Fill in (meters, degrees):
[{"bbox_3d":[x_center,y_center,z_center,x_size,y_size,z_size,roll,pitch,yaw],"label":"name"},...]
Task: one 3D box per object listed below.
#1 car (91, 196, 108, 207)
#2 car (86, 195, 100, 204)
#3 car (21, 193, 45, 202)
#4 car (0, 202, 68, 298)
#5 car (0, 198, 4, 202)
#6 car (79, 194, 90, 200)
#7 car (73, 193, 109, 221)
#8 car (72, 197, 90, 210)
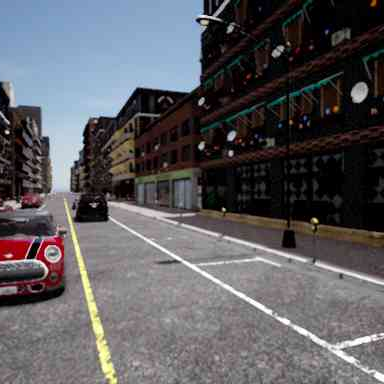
[{"bbox_3d":[-12.695,1.258,45.587,1.752,1.417,4.829,0,0,-21],"label":"car"},{"bbox_3d":[-16.726,1.220,55.931,1.887,1.381,4.507,0,0,-21],"label":"car"},{"bbox_3d":[-20.442,1.100,42.388,2.192,1.841,5.009,0,0,-21],"label":"car"},{"bbox_3d":[-4.351,1.310,8.545,2.097,1.767,4.553,0,0,-20],"label":"car"},{"bbox_3d":[-10.209,1.243,16.130,2.192,1.841,5.009,0,0,-21],"label":"car"},{"bbox_3d":[-24.913,1.109,76.936,2.008,1.369,4.403,0,0,-21],"label":"car"},{"bbox_3d":[-7.817,1.074,25.859,2.150,2.045,5.566,0,1,-21],"label":"car"},{"bbox_3d":[-13.572,1.372,40.641,1.895,1.301,4.718,0,0,-21],"label":"car"}]
